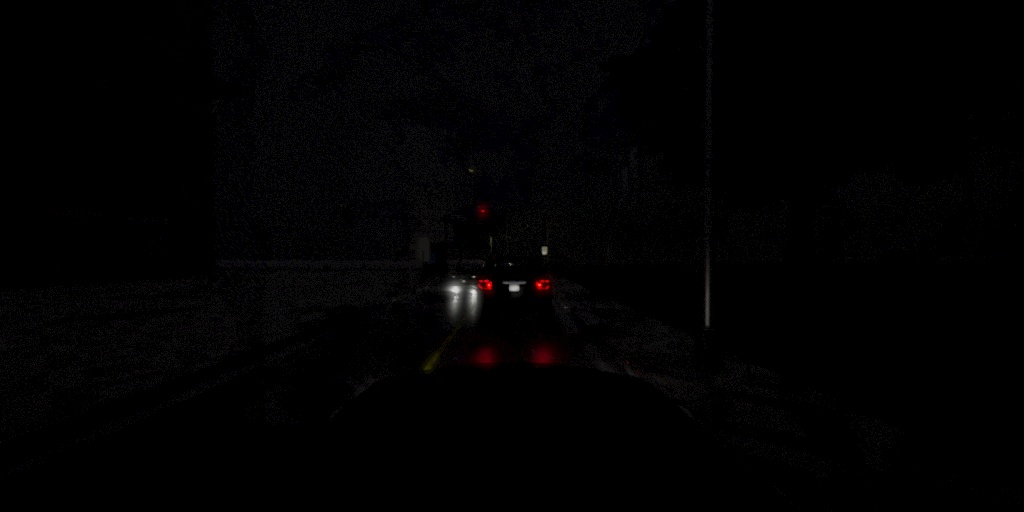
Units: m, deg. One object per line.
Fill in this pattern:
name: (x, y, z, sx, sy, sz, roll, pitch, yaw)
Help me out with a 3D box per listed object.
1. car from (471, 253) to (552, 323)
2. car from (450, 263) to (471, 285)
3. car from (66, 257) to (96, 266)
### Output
car: (0.080, 0.942, 12.149, 2.150, 2.045, 5.566, 0, 0, 0)
car: (-3.066, 1.229, 25.542, 2.033, 1.411, 5.357, 0, 0, 0)
car: (-48.838, 1.021, 42.253, 4.674, 1.442, 1.812, 0, 1, 2)
